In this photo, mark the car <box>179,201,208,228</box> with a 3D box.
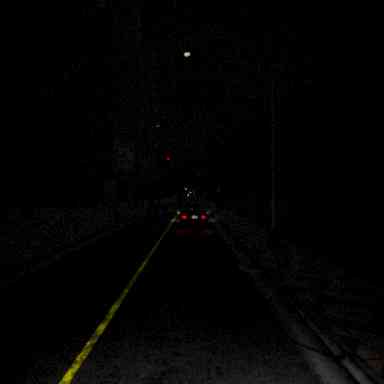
[{"bbox_3d":[0.096,1.557,22.473,2.033,1.411,5.357,0,0,0],"label":"car"}]

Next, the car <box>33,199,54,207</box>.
[{"bbox_3d":[-24.479,1.768,53.694,4.206,1.307,1.802,0,-2,0],"label":"car"}]

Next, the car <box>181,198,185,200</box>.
[{"bbox_3d":[0.041,1.585,32.965,1.994,1.385,4.181,0,0,1],"label":"car"}]

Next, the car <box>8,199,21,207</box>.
[{"bbox_3d":[-29.966,1.755,53.688,4.313,1.339,1.947,0,-2,0],"label":"car"}]

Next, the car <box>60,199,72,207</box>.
[{"bbox_3d":[-18.993,1.749,53.700,4.313,1.339,1.947,0,-2,0],"label":"car"}]

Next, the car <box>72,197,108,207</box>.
[{"bbox_3d":[-13.530,1.391,45.188,4.097,1.590,1.967,0,-2,-1],"label":"car"}]
